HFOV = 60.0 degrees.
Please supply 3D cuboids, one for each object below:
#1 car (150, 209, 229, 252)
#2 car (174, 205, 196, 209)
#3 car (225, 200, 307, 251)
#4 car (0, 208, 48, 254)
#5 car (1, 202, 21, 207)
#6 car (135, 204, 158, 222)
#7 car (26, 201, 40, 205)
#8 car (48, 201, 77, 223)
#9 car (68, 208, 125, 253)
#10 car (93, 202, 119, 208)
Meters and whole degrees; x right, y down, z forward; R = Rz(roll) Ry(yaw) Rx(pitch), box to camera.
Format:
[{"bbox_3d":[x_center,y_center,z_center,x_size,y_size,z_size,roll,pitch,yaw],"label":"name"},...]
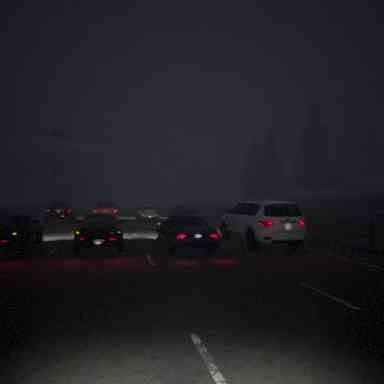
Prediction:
[{"bbox_3d":[-0.361,1.670,14.453,2.033,1.411,5.357,1,-1,-14],"label":"car"},{"bbox_3d":[-0.569,1.879,30.260,1.812,1.442,4.674,1,-1,-13],"label":"car"},{"bbox_3d":[3.038,1.391,15.303,2.150,2.045,5.566,1,-1,-13],"label":"car"},{"bbox_3d":[-7.255,1.549,13.206,1.812,1.442,4.674,1,-1,-13],"label":"car"},{"bbox_3d":[-33.478,2.455,62.166,1.895,1.301,4.718,1,-2,-14],"label":"car"},{"bbox_3d":[-3.970,1.828,29.438,1.812,1.442,4.674,1,-1,-13],"label":"car"},{"bbox_3d":[-30.082,2.412,63.018,1.837,1.490,4.892,1,-2,-14],"label":"car"},{"bbox_3d":[-10.703,1.544,27.500,2.097,1.767,4.553,1,-1,-13],"label":"car"},{"bbox_3d":[-3.852,1.601,14.024,1.812,1.442,4.674,1,-1,-13],"label":"car"},{"bbox_3d":[-7.301,1.596,28.322,2.097,1.767,4.553,1,-1,-13],"label":"car"}]
